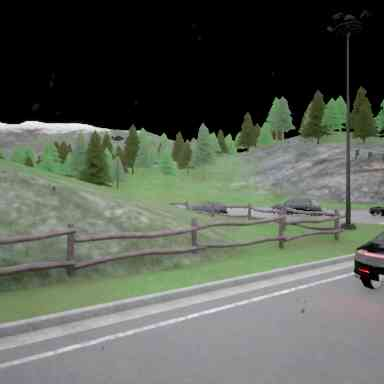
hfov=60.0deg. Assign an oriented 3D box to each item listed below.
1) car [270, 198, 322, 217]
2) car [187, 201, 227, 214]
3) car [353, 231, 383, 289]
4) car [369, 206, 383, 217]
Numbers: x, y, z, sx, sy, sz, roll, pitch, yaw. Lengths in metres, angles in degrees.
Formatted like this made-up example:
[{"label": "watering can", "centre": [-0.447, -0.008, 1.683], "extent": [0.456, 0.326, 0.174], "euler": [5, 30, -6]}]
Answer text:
[{"label": "car", "centre": [9.747, 1.346, 31.470], "extent": [4.553, 1.767, 2.097], "euler": [0, 0, 39]}, {"label": "car", "centre": [1.371, 1.559, 33.171], "extent": [4.181, 1.385, 1.994], "euler": [0, 0, 32]}, {"label": "car", "centre": [5.784, 1.490, 7.874], "extent": [4.902, 1.511, 2.128], "euler": [0, 0, -35]}, {"label": "car", "centre": [18.033, 1.594, 28.795], "extent": [4.718, 1.301, 1.895], "euler": [0, 0, 45]}]
